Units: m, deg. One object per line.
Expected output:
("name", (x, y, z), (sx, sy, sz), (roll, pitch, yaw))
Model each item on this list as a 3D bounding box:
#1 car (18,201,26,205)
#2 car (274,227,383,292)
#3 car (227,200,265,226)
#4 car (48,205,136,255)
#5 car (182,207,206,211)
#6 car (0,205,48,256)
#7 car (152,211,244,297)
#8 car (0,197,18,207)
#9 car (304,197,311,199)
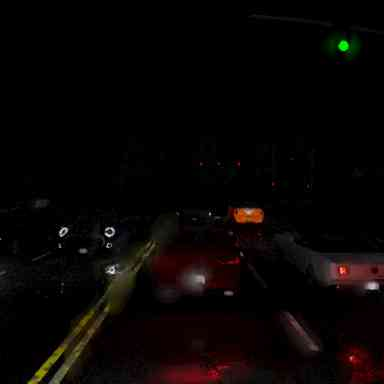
("car", (-24.437, 1.453, 43.476), (5.008, 1.535, 1.882), (0, 0, -2))
("car", (3.611, 1.597, 8.885), (1.895, 1.301, 4.718), (0, 0, 0))
("car", (3.657, 1.343, 23.294), (2.097, 1.767, 4.553), (0, 0, 1))
("car", (-3.570, 1.347, 13.170), (2.097, 1.767, 4.553), (0, 0, 0))
("car", (0.125, 1.540, 18.864), (2.033, 1.411, 5.357), (0, 0, 0))
("car", (-7.072, 1.499, 13.079), (1.837, 1.490, 4.892), (0, 0, 0))
("car", (0.110, 1.474, 8.642), (1.882, 1.535, 5.008), (0, 0, 0))
("car", (-24.299, 1.468, 39.978), (4.902, 1.511, 2.128), (0, 0, -2))
("car", (21.841, 1.330, 59.035), (4.553, 1.767, 2.097), (0, 0, -1))
